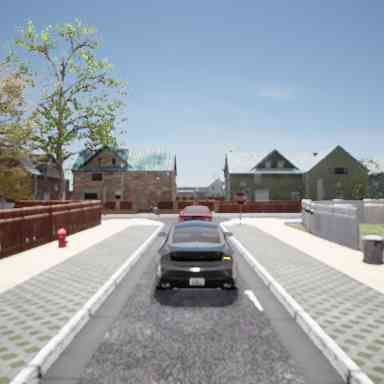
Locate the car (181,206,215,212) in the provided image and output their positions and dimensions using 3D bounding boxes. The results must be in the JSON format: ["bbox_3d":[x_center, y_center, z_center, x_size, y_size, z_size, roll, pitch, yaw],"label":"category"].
[{"bbox_3d":[0.318,1.557,19.639,1.882,1.535,5.008,0,0,5],"label":"car"}]

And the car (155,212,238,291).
[{"bbox_3d":[0.097,1.543,9.086,1.837,1.490,4.892,0,0,0],"label":"car"}]
